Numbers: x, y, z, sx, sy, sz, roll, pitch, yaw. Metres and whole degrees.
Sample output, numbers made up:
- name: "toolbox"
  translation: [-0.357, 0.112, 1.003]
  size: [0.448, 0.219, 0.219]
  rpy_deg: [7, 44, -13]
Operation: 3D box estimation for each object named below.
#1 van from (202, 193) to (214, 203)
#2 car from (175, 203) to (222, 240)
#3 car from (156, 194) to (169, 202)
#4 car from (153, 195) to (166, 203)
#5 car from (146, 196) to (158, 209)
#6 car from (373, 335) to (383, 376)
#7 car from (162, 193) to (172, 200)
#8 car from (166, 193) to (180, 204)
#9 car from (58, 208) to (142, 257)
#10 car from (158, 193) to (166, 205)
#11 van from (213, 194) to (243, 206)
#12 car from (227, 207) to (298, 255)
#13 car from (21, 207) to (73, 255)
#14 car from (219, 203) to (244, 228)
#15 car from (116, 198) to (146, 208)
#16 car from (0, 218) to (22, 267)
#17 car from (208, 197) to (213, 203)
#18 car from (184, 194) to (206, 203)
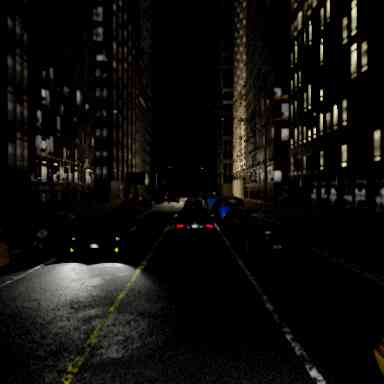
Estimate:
- name: "van"
  translation: [2.745, 1.081, 46.879]
  size: [1.690, 1.788, 3.998]
  rpy_deg: [0, 0, 0]
- name: "car"
  translation: [0.119, 1.464, 16.340]
  size: [2.033, 1.411, 5.357]
  rpy_deg: [0, 0, 0]
- name: "car"
  translation: [-5.615, 1.182, 63.987]
  size: [2.008, 1.369, 4.403]
  rpy_deg: [0, 0, 0]
- name: "car"
  translation: [-5.622, 1.251, 58.290]
  size: [1.802, 1.307, 4.206]
  rpy_deg: [0, 0, 0]
- name: "car"
  translation: [-5.643, 1.355, 41.194]
  size: [1.802, 1.307, 4.206]
  rpy_deg: [0, 0, 0]
- name: "car"
  translation: [2.689, 1.518, 1.463]
  size: [1.752, 1.417, 4.829]
  rpy_deg: [0, 0, 0]
- name: "car"
  translation: [-5.601, 0.995, 75.383]
  size: [1.967, 1.590, 4.097]
  rpy_deg: [0, 0, 0]
- name: "car"
  translation: [-3.007, 1.201, 53.880]
  size: [1.837, 1.490, 4.892]
  rpy_deg: [0, 0, 0]
- name: "car"
  translation: [-3.085, 1.502, 12.462]
  size: [1.994, 1.385, 4.181]
  rpy_deg: [0, 0, 0]
- name: "car"
  translation: [-5.629, 1.249, 52.591]
  size: [1.887, 1.381, 4.507]
  rpy_deg: [0, 0, 0]
- name: "van"
  translation: [2.717, 1.215, 24.087]
  size: [1.690, 1.788, 3.998]
  rpy_deg: [0, 0, 0]
- name: "car"
  translation: [2.703, 1.487, 12.692]
  size: [2.008, 1.369, 4.403]
  rpy_deg: [0, 0, 0]
- name: "car"
  translation: [-5.678, 1.377, 12.704]
  size: [1.967, 1.590, 4.097]
  rpy_deg: [0, 0, 0]
- name: "car"
  translation: [2.710, 1.488, 18.390]
  size: [1.802, 1.307, 4.206]
  rpy_deg: [0, 0, 0]
- name: "car"
  translation: [-5.656, 1.407, 29.797]
  size: [1.947, 1.339, 4.313]
  rpy_deg: [0, 0, 0]
- name: "car"
  translation: [-5.685, 1.491, 6.834]
  size: [1.752, 1.417, 4.829]
  rpy_deg: [0, 0, 0]
- name: "car"
  translation: [2.724, 1.386, 29.786]
  size: [1.887, 1.381, 4.507]
  rpy_deg: [0, 0, 0]
- name: "car"
  translation: [0.142, 1.287, 35.074]
  size: [1.882, 1.535, 5.008]
  rpy_deg: [0, 0, 0]
